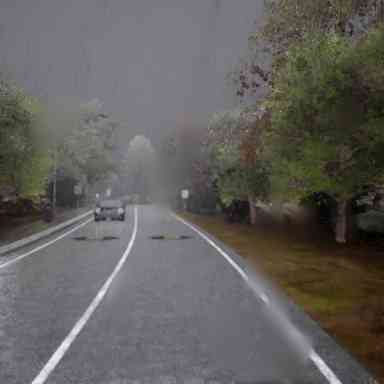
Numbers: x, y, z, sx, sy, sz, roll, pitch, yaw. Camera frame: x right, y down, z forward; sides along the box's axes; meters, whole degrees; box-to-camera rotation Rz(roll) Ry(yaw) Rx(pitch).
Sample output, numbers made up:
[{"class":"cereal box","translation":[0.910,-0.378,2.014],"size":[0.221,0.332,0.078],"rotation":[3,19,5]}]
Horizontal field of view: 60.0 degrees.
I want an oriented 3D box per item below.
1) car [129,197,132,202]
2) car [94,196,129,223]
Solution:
[{"class":"car","translation":[-12.755,1.516,65.552],"size":[1.812,1.442,4.674],"rotation":[1,-3,-10]},{"class":"car","translation":[-6.054,1.279,25.042],"size":[2.097,1.767,4.553],"rotation":[1,0,-9]}]
